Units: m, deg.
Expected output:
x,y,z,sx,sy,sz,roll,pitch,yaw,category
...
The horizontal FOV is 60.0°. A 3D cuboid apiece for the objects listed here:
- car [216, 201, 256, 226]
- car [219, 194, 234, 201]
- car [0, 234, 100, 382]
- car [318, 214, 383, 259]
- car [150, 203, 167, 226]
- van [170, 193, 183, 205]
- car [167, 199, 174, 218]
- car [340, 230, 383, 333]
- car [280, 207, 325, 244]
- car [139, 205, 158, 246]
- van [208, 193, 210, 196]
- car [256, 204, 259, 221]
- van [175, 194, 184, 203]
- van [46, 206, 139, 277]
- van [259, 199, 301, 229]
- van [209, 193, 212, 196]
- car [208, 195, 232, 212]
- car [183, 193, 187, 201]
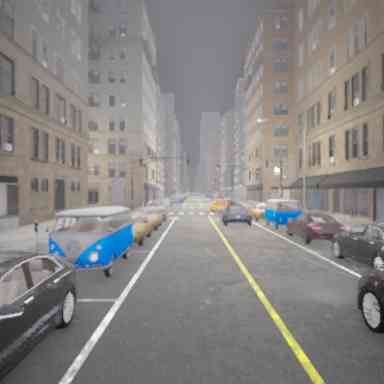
x,y,z,sx,sy,sz,roll,pitch,yaw,category
3.066,1.583,23.919,1.994,1.385,4.181,0,0,1,car
5.804,1.460,54.143,1.967,1.590,4.097,0,0,0,car
-2.853,1.547,4.279,2.008,1.369,4.403,0,0,0,car
5.687,1.575,9.938,2.008,1.369,4.403,0,0,0,car
-2.809,1.529,21.115,1.752,1.417,4.829,0,0,0,car
-2.722,1.338,54.148,1.690,1.788,3.998,0,0,0,van
-2.793,1.554,26.952,2.008,1.369,4.403,0,0,0,car
3.789,1.518,3.908,1.837,1.490,4.892,0,0,0,car
5.702,1.608,15.608,1.802,1.307,4.206,0,0,0,car
-2.824,1.529,15.446,1.752,1.417,4.829,0,0,0,car
5.893,1.322,87.653,1.690,1.788,3.998,0,0,0,van
5.732,1.551,27.118,1.752,1.417,4.829,0,0,0,car
-2.677,1.327,70.906,1.690,1.788,3.998,0,0,0,van
-2.838,1.343,9.947,1.690,1.788,3.998,0,0,0,van
5.718,1.368,21.279,1.690,1.788,3.998,0,0,0,van
5.878,1.332,82.069,1.690,1.788,3.998,0,0,0,van
3.155,1.498,38.807,1.882,1.535,5.008,0,0,1,car
-2.692,1.306,65.321,2.192,1.841,5.009,0,0,0,car
